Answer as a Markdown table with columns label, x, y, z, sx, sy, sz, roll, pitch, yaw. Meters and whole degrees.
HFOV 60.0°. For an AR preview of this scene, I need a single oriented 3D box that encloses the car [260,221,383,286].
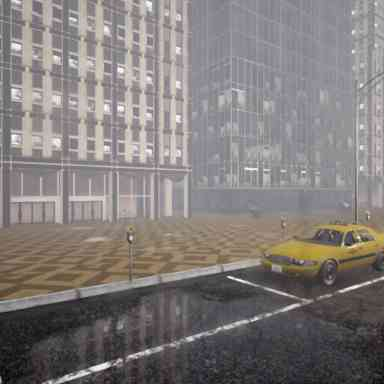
| label | x | y | z | sx | sy | sz | roll | pitch | yaw |
| --- | --- | --- | --- | --- | --- | --- | --- | --- | --- |
| car | 4.002 | 1.525 | 9.431 | 4.829 | 1.417 | 1.752 | 0 | 0 | -36 |
